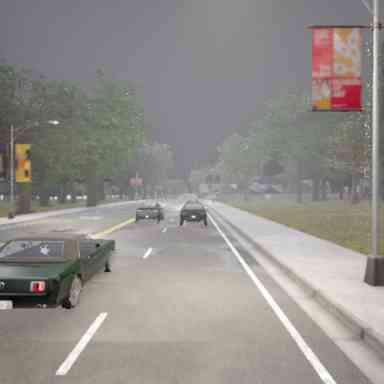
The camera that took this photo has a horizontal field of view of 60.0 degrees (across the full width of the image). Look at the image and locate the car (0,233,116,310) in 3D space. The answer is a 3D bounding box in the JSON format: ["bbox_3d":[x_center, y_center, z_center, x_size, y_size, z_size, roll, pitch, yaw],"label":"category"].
[{"bbox_3d":[-3.148,1.604,7.780,1.895,1.301,4.718,0,0,0],"label":"car"}]

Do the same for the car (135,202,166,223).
[{"bbox_3d":[-3.144,1.523,25.569,2.128,1.511,4.902,0,0,0],"label":"car"}]

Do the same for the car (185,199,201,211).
[{"bbox_3d":[0.110,1.637,42.581,1.994,1.385,4.181,0,0,0],"label":"car"}]

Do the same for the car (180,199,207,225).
[{"bbox_3d":[0.105,1.507,24.589,1.882,1.535,5.008,0,0,0],"label":"car"}]
